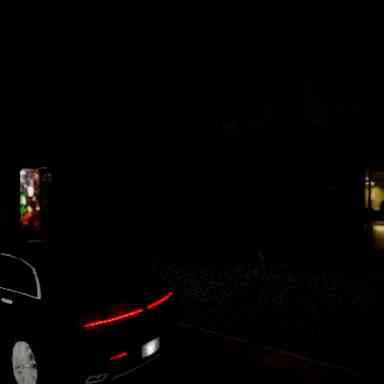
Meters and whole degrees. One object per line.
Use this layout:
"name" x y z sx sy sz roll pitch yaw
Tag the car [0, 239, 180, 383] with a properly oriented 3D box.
"car" -2.441 1.510 5.162 4.892 1.490 1.837 0 0 35
